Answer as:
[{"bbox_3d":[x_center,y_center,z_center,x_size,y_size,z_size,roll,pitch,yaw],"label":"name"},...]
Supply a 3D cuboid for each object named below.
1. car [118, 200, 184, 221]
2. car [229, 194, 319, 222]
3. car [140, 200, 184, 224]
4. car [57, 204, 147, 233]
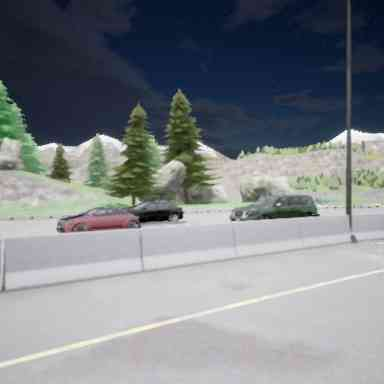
[{"bbox_3d":[-3.259,1.418,26.627,4.892,1.490,1.837,0,0,-30],"label":"car"},{"bbox_3d":[4.835,1.161,19.225,5.566,2.045,2.150,0,0,-29],"label":"car"},{"bbox_3d":[-2.958,1.403,22.737,5.008,1.535,1.882,0,0,-31],"label":"car"},{"bbox_3d":[-4.817,1.506,17.430,4.181,1.385,1.994,0,0,-33],"label":"car"}]
